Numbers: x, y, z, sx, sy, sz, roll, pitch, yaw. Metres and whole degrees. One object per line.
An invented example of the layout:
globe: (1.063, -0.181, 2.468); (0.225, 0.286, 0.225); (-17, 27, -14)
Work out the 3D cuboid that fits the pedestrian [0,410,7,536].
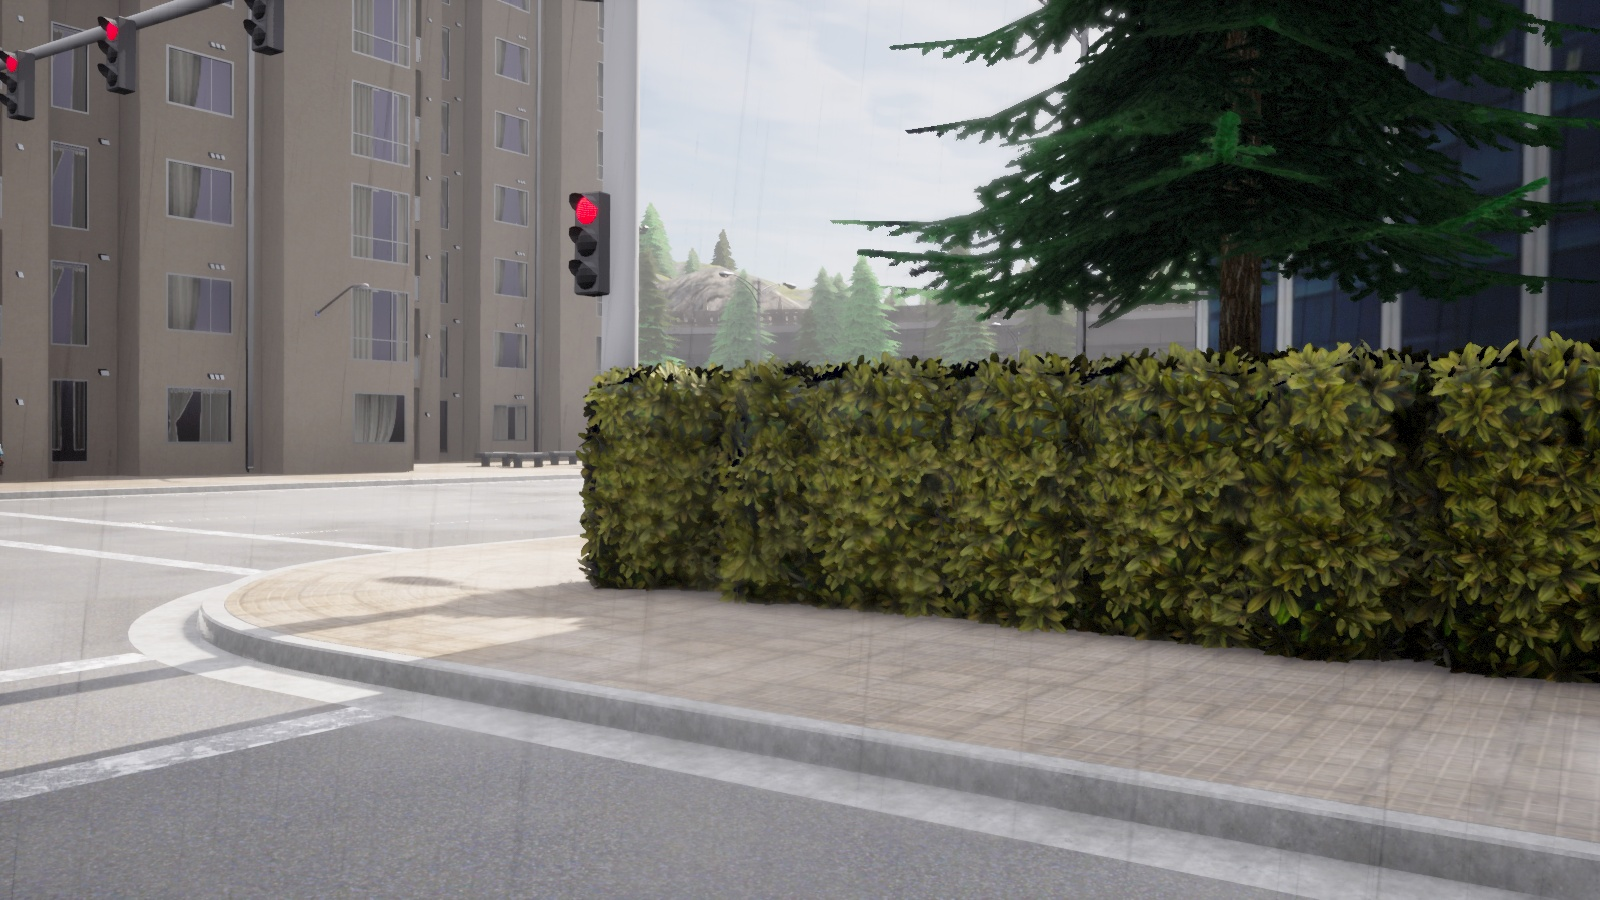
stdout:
pedestrian: (-12.608, 0.349, 19.386); (0.692, 1.930, 0.396); (0, 1, 41)
